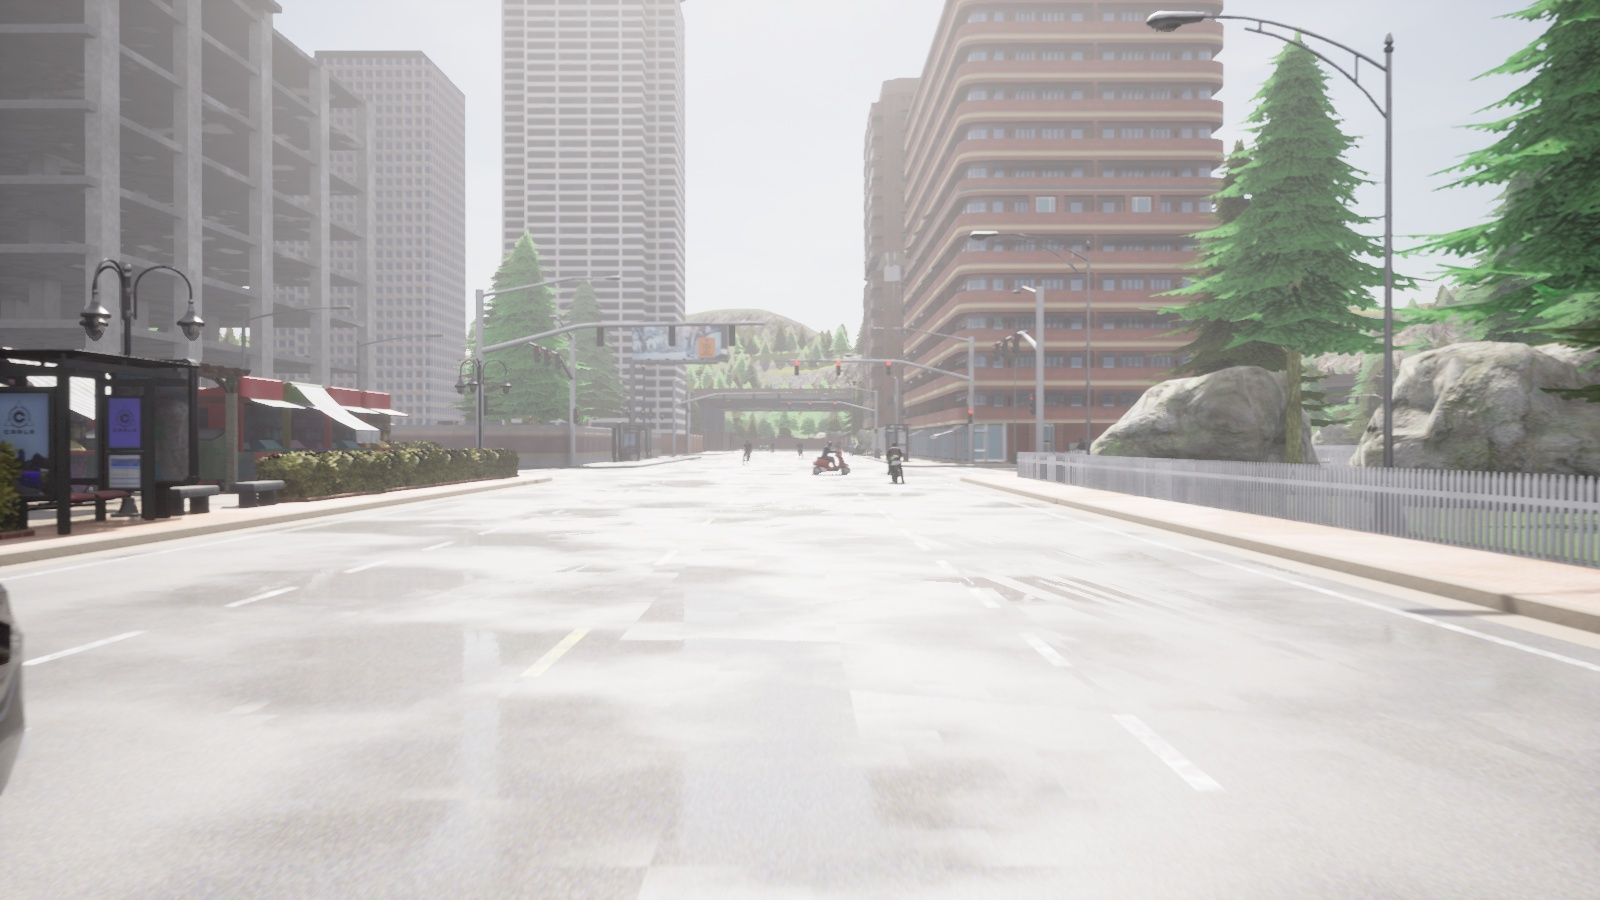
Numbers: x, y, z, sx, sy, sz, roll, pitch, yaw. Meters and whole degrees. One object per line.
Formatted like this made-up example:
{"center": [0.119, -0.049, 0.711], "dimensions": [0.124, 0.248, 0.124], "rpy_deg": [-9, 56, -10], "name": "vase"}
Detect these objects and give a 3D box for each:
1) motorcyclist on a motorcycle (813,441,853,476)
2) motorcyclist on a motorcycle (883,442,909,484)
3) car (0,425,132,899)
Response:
{"center": [1.488, 0.366, 57.192], "dimensions": [1.817, 1.590, 0.866], "rpy_deg": [0, 0, 0], "name": "motorcyclist on a motorcycle"}
{"center": [3.524, 0.470, 46.406], "dimensions": [0.797, 1.523, 2.044], "rpy_deg": [0, 0, 0], "name": "motorcyclist on a motorcycle"}
{"center": [-3.486, 0.688, 2.098], "dimensions": [2.128, 1.511, 4.902], "rpy_deg": [0, 0, 0], "name": "car"}
